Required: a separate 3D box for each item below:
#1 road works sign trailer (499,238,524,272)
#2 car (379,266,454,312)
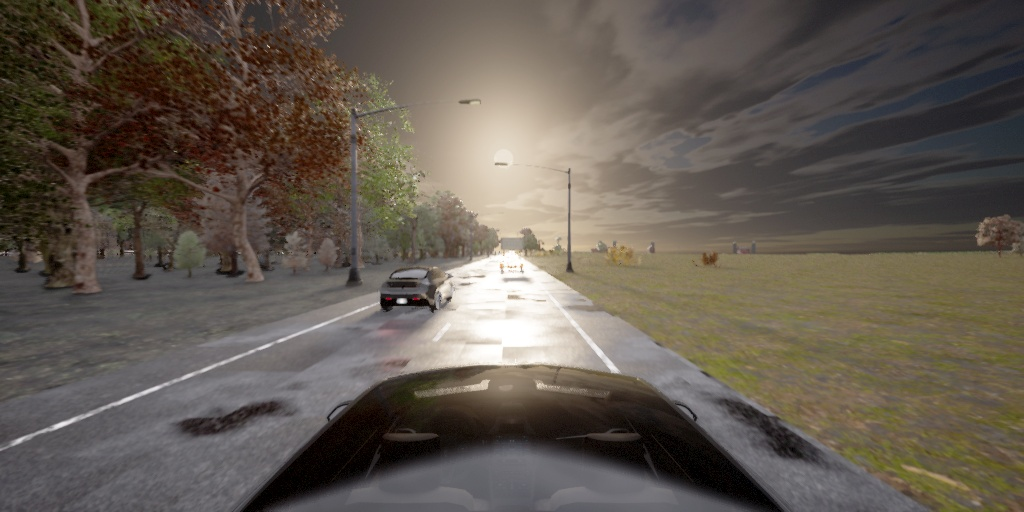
[{"bbox_3d":[0.012,-0.208,37.757,2.380,3.560,2.880,0,0,0],"label":"road works sign trailer"},{"bbox_3d":[-3.400,1.116,13.494,1.837,1.490,4.892,0,1,0],"label":"car"}]
